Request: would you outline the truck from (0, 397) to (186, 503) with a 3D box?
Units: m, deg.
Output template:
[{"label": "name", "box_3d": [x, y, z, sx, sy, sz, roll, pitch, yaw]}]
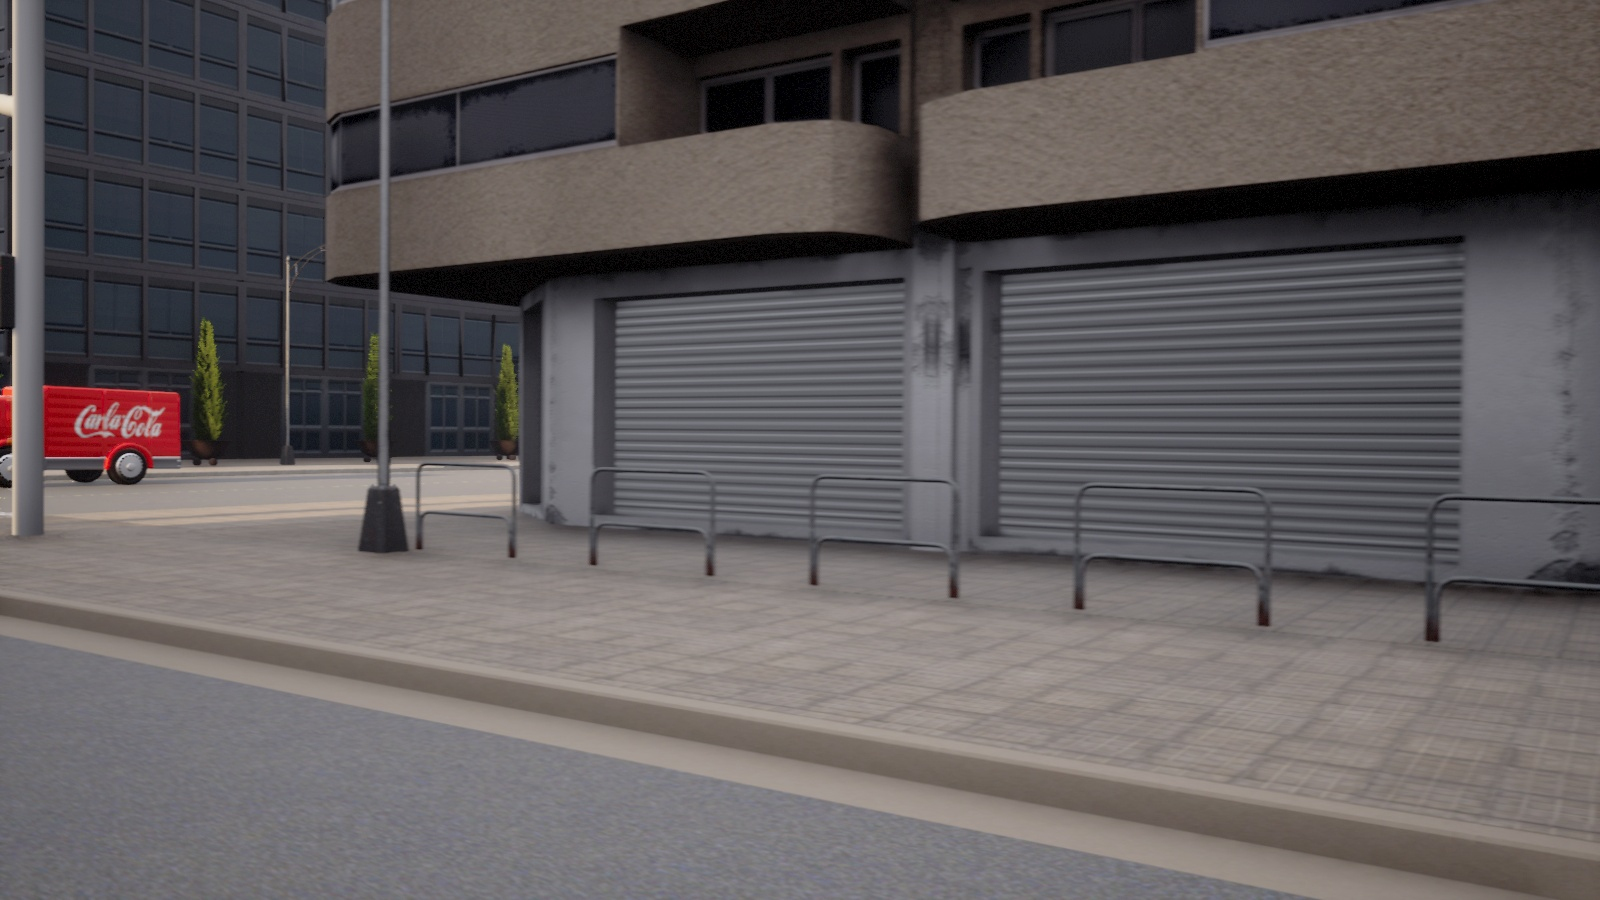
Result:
[{"label": "truck", "box_3d": [-18.567, -0.005, 31.347, 2.627, 2.467, 5.204, 0, 0, 34]}]
